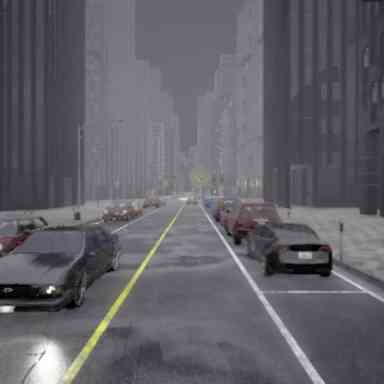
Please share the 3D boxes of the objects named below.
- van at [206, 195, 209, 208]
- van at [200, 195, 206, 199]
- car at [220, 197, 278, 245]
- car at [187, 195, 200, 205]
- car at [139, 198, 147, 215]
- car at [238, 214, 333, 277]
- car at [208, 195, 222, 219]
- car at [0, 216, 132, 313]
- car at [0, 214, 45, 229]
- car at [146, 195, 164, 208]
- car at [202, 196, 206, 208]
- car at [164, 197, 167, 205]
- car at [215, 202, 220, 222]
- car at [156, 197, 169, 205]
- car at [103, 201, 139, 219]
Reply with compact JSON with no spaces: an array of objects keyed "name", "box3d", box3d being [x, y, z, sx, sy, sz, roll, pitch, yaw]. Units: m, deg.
[{"name":"van","box3d":[2.764,1.427,37.752,1.690,1.788,3.998,0,0,0]},{"name":"van","box3d":[2.766,1.480,59.803,1.690,1.788,3.998,0,0,0]},{"name":"car","box3d":[2.763,1.350,15.702,2.192,1.841,5.009,0,0,0]},{"name":"car","box3d":[0.005,1.706,61.065,1.994,1.385,4.181,0,0,0]},{"name":"car","box3d":[-5.761,1.597,32.065,1.752,1.417,4.829,0,0,0]},{"name":"car","box3d":[2.762,1.589,10.189,1.947,1.339,4.313,0,0,0]},{"name":"car","box3d":[2.763,1.376,26.727,2.192,1.841,5.009,0,0,0]},{"name":"car","box3d":[-3.076,1.565,8.170,2.033,1.411,5.357,0,0,0]},{"name":"car","box3d":[-5.763,1.461,10.183,1.967,1.590,4.097,0,0,0]},{"name":"car","box3d":[-5.760,1.426,48.775,2.192,1.841,5.009,0,0,0]},{"name":"car","box3d":[2.765,1.678,48.777,1.947,1.339,4.313,0,0,0]},{"name":"car","box3d":[-5.759,1.675,54.288,2.008,1.369,4.403,0,0,0]},{"name":"car","box3d":[2.763,1.593,21.214,1.887,1.381,4.507,0,0,0]},{"name":"car","box3d":[-5.759,1.701,65.314,2.008,1.369,4.403,0,0,0]},{"name":"car","box3d":[-5.761,1.499,26.722,1.967,1.590,4.097,0,0,0]}]
